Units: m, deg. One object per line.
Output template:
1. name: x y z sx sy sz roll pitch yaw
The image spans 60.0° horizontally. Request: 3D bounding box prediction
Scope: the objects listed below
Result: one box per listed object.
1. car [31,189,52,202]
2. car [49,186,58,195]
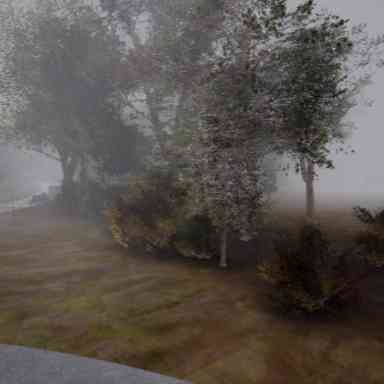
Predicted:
1. car: -23.457 0.750 51.383 1.812 1.442 4.674 -2 3 -14
2. car: -27.986 -0.310 67.692 2.150 2.045 5.566 -1 4 -18
